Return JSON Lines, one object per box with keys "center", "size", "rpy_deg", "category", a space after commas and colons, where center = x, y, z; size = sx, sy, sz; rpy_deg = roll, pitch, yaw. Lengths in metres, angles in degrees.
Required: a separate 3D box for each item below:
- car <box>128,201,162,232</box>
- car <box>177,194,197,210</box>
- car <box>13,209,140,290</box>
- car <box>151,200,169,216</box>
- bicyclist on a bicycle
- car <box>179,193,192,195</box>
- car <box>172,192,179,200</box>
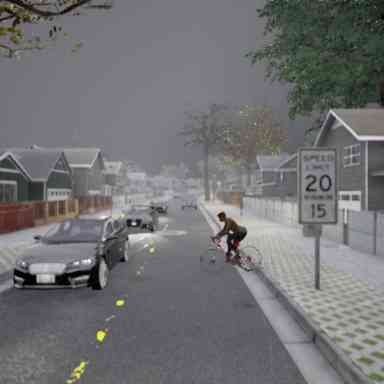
{"center": [-3.046, 1.457, 19.328], "size": [1.994, 1.385, 4.181], "rpy_deg": [0, 0, -1], "category": "car"}
{"center": [-0.324, 1.289, 38.486], "size": [2.033, 1.411, 5.357], "rpy_deg": [0, 1, -1], "category": "car"}
{"center": [-2.938, 1.448, 9.067], "size": [2.128, 1.511, 4.902], "rpy_deg": [0, 0, -1], "category": "car"}
{"center": [-3.152, 1.410, 30.436], "size": [1.895, 1.301, 4.718], "rpy_deg": [0, 0, 0], "category": "car"}
{"center": [1.003, 1.342, 8.842], "size": [1.656, 1.620, 0.582], "rpy_deg": [-4, 0, -1], "category": "bicyclist on a bicycle"}
{"center": [-0.451, 0.987, 49.920], "size": [2.097, 1.767, 4.553], "rpy_deg": [0, 1, 0], "category": "car"}
{"center": [-3.153, 0.867, 71.384], "size": [1.882, 1.535, 5.008], "rpy_deg": [0, 1, 1], "category": "car"}
